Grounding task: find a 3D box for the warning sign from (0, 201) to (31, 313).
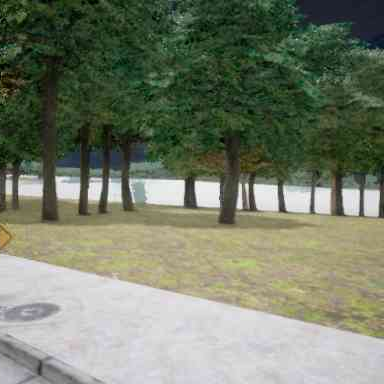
[{"bbox_3d":[-3.787,1.114,5.816,1.060,1.860,1.300,3,-1,35],"label":"warning sign"}]
